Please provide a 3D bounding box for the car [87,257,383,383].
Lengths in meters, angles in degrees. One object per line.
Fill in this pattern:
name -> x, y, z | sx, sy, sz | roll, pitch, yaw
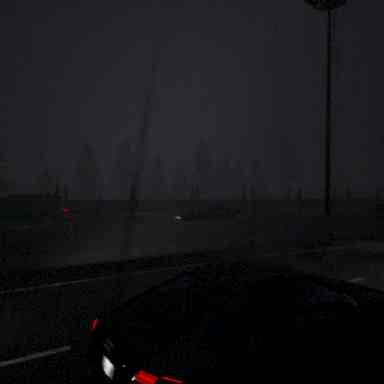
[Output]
car -> 0.910, 1.554, 4.127 | 4.181, 1.385, 1.994 | 0, 0, -33

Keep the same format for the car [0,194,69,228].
car -> -9.727, 1.156, 18.327 | 5.566, 2.045, 2.150 | 0, 0, -33

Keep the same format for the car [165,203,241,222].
car -> 0.733, 1.459, 20.445 | 4.902, 1.511, 2.128 | 0, 0, -27

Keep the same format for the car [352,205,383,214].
car -> 12.478, 1.561, 21.989 | 4.181, 1.385, 1.994 | 0, 0, -21
